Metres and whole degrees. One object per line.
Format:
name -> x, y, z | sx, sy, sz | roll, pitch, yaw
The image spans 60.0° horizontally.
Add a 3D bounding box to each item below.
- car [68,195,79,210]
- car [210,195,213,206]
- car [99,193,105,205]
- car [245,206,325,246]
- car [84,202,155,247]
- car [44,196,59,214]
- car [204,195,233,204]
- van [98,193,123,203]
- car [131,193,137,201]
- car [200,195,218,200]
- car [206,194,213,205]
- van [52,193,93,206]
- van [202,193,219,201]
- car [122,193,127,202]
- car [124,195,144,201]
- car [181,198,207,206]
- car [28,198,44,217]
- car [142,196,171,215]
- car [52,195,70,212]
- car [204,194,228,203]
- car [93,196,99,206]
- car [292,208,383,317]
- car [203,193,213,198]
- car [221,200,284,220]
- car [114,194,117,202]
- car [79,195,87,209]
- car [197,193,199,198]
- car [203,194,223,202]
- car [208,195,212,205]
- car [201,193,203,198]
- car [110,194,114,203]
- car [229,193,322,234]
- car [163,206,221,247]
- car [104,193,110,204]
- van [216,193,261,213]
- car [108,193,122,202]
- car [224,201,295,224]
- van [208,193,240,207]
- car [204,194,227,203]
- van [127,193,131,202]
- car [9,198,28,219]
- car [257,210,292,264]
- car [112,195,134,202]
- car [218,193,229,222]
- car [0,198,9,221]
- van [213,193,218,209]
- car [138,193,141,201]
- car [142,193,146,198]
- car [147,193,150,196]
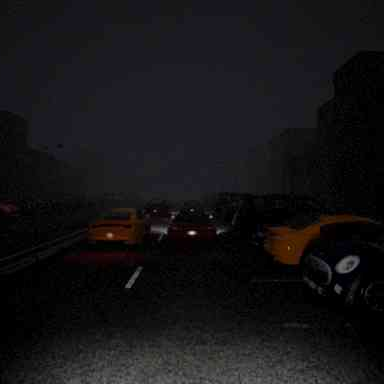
car -> -15.470, 1.373, 36.330 | 4.892, 1.521, 2.231 | 0, 0, 0
car -> 4.707, 1.400, 37.612 | 4.674, 1.452, 2.002 | 0, 0, 0
car -> -15.670, 1.368, 47.358 | 5.366, 1.575, 1.946 | 0, 0, 0
car -> 4.716, 1.436, 12.476 | 4.892, 1.521, 2.231 | 0, 0, 0
car -> -3.000, 1.432, 14.646 | 1.882, 1.535, 5.008 | 0, 0, 0
car -> -15.466, 1.380, 30.815 | 4.892, 1.521, 2.231 | 0, 0, 0
car -> 4.704, 1.370, 59.718 | 4.892, 1.521, 2.231 | 0, 0, 0
van -> -15.614, 1.177, 63.901 | 4.442, 1.987, 1.878 | 0, 0, 0
car -> -15.319, 1.430, 72.172 | 5.366, 1.575, 1.946 | 0, 0, 0
car -> 4.703, 1.494, 93.069 | 4.892, 1.521, 2.231 | 0, 0, 0
car -> 4.703, 1.357, 43.045 | 4.892, 1.521, 2.231 | 0, 0, 0
van -> -15.363, 1.143, 41.967 | 4.442, 1.987, 1.878 | 0, 0, 0
van -> 4.826, 1.245, 87.511 | 4.442, 1.987, 1.878 | 0, 0, 0
car -> -15.524, 1.143, 61.143 | 5.566, 2.045, 2.435 | 0, 0, 0
car -> -15.512, 1.510, 88.842 | 5.008, 1.535, 2.097 | 0, 0, 0
car -> 0.000, 1.468, 29.648 | 1.994, 1.385, 4.181 | 0, 0, 0
car -> -15.438, 1.258, 28.059 | 4.553, 1.767, 2.185 | 0, 0, 0
car -> -3.000, 1.380, 29.648 | 1.882, 1.535, 5.008 | 0, 0, 0
car -> -15.468, 1.375, 33.573 | 4.892, 1.521, 2.231 | 0, 0, 0
car -> 4.678, 1.258, 65.277 | 4.553, 1.767, 2.185 | 0, 0, 0
car -> -15.480, 1.409, 44.600 | 4.674, 1.452, 2.002 | 0, 0, 0
car -> 4.741, 1.332, 6.917 | 4.553, 1.767, 2.185 | 0, 0, 0
car -> 4.681, 1.103, 45.825 | 5.566, 2.045, 2.435 | 0, 0, 0
car -> 4.707, 1.423, 26.371 | 4.674, 1.452, 2.002 | 0, 0, 0
car -> -15.494, 1.421, 55.629 | 4.674, 1.452, 2.002 | 0, 0, 0
car -> -15.472, 1.371, 39.086 | 4.892, 1.521, 2.231 | 0, 0, 0
car -> 4.524, 1.444, 81.951 | 5.366, 1.575, 1.946 | 0, 0, 0
car -> 4.741, 1.298, 76.393 | 4.553, 1.767, 2.185 | 0, 0, 0
car -> 4.680, 1.387, 40.266 | 4.792, 1.488, 2.163 | 0, 0, 0
car -> 4.681, 1.108, 54.160 | 5.566, 2.045, 2.435 | 0, 0, 0
car -> -15.518, 1.406, 52.872 | 4.792, 1.488, 2.163 | 0, 0, 0
car -> 4.739, 1.172, 15.253 | 5.566, 2.045, 2.435 | 0, 0, 0
car -> 0.000, 1.519, 14.646 | 1.994, 1.385, 4.181 | 0, 0, 0
car -> -15.481, 1.374, 50.114 | 4.892, 1.521, 2.231 | 0, 0, 0
van -> 4.827, 1.139, 34.707 | 4.442, 1.987, 1.878 | 0, 0, 0
car -> -15.499, 1.387, 58.387 | 5.008, 1.535, 2.097 | 0, 0, 0
car -> 4.707, 1.432, 23.657 | 4.674, 1.452, 2.002 | 0, 0, 0
van -> 4.593, 1.130, 48.603 | 4.442, 1.987, 1.878 | 0, 0, 0
car -> 4.678, 1.266, 68.057 | 4.553, 1.767, 2.185 | 0, 0, 0
van -> -15.619, 1.195, 69.414 | 4.442, 1.987, 1.878 | 0, 0, 0
car -> -15.499, 1.265, 25.301 | 4.553, 1.767, 2.185 | 0, 0, 0
car -> 4.704, 1.446, 9.821 | 5.008, 1.535, 2.097 | 0, 0, 0
car -> -15.504, 1.484, 74.929 | 4.674, 1.452, 2.002 | 0, 0, 0
car -> 4.681, 1.150, 20.937 | 5.566, 2.045, 2.435 | 0, 0, 0
car -> -15.496, 1.271, 22.544 | 4.553, 1.767, 2.185 | 0, 0, 0
van -> 4.593, 1.143, 31.930 | 4.442, 1.987, 1.878 | 0, 0, 0
car -> -15.516, 1.470, 80.444 | 5.008, 1.535, 2.097 | 0, 0, 0
car -> -15.544, 1.246, 85.960 | 5.566, 2.045, 2.435 | 0, 0, 0
car -> -15.550, 1.282, 94.235 | 5.566, 2.045, 2.435 | 0, 0, 0
